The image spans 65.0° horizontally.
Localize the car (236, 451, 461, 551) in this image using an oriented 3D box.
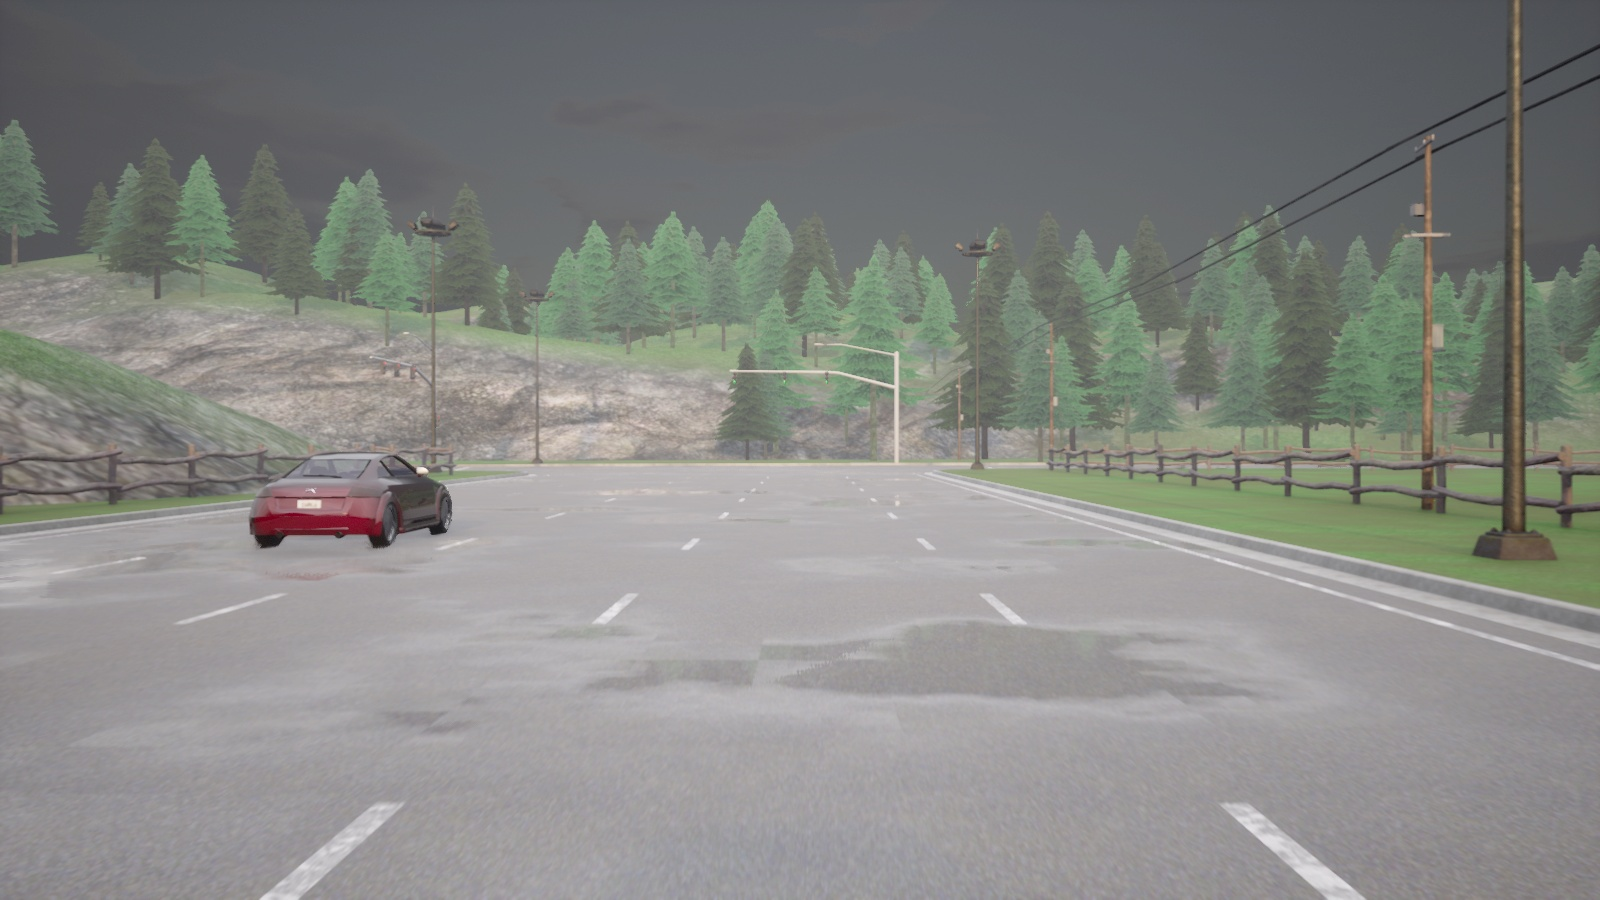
[{"bbox_3d":[-6.873,0.712,19.638,1.994,1.385,4.181,0,0,0],"label":"car"}]
